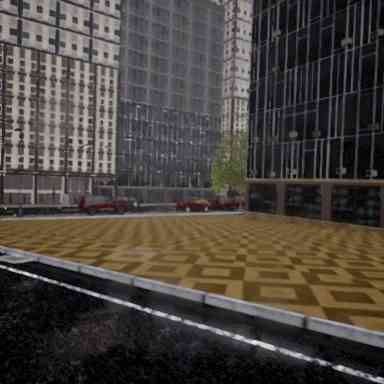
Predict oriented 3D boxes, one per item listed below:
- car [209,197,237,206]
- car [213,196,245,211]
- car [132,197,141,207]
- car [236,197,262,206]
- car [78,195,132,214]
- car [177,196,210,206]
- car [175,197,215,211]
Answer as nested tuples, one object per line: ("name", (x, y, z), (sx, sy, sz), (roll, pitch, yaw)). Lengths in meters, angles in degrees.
("car", (5.054, 1.515, 53.851), (4.313, 1.339, 1.947), (1, 2, -34))
("car", (4.790, 1.496, 44.144), (5.009, 1.841, 2.192), (1, 2, -34))
("car", (-9.018, 1.287, 44.302), (4.403, 1.369, 2.008), (1, 2, -34))
("car", (9.743, 1.603, 57.035), (4.206, 1.307, 1.802), (1, 2, -34))
("car", (-9.282, 1.283, 34.595), (5.009, 1.841, 2.192), (1, 2, -34))
("car", (0.223, 1.402, 50.572), (4.829, 1.417, 1.752), (1, 2, -34))
("car", (0.092, 1.655, 40.966), (4.507, 1.381, 1.887), (1, 2, -34))
